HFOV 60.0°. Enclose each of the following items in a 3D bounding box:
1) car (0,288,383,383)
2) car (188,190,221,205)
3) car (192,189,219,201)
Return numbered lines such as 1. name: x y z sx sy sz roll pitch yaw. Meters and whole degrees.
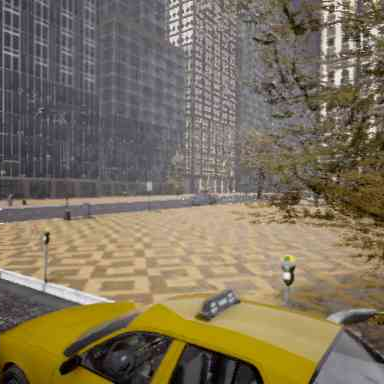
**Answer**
1. car: 0.002 1.518 2.863 4.829 1.417 1.752 0 1 36
2. car: 1.614 0.887 42.207 2.033 1.411 5.357 1 2 36
3. car: 2.206 0.446 54.065 2.097 1.767 4.553 1 2 37
